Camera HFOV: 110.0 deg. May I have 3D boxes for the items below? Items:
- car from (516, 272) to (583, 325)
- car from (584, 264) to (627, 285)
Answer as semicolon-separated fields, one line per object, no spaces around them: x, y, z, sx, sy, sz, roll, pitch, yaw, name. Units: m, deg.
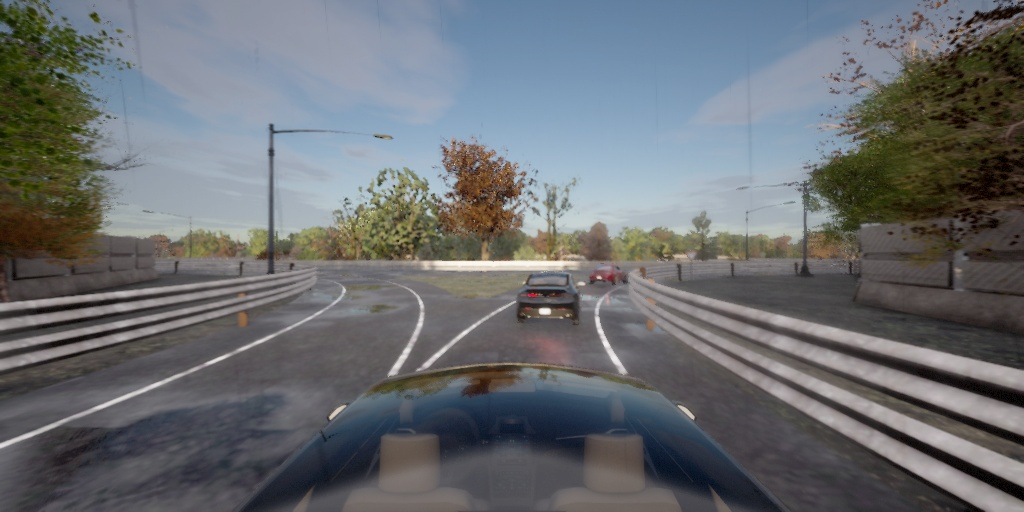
1.357;1.264;12.034;1.837;1.490;4.892;0;0;11;car
7.077;1.309;26.251;1.812;1.442;4.674;0;0;31;car
